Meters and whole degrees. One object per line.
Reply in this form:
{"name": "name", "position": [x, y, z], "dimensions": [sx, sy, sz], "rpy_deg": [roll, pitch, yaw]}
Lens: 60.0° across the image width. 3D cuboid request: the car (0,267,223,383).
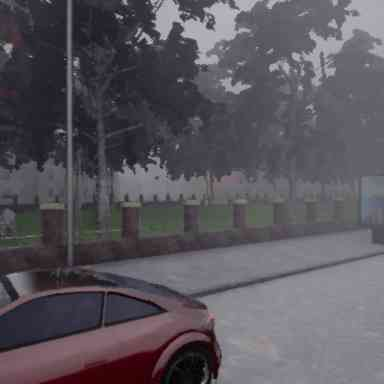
{"name": "car", "position": [-1.719, 1.564, 3.348], "dimensions": [4.181, 1.385, 1.994], "rpy_deg": [0, 0, -35]}
